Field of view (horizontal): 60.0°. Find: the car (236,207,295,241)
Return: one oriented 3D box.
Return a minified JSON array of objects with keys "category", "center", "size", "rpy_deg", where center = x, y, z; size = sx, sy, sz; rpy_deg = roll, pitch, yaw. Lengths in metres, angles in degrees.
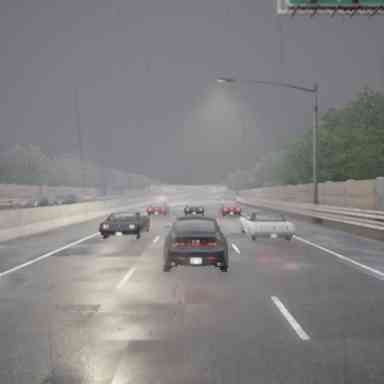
[{"category":"car","center":[3.634,1.646,16.917],"size":[1.895,1.301,4.718],"rpy_deg":[0,0,0]}]

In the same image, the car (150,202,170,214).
[{"category":"car","center":[-3.279,1.686,33.260],"size":[1.895,1.301,4.718],"rpy_deg":[0,0,0]}]

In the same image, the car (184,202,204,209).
[{"category":"car","center":[0.221,1.687,33.271],"size":[1.895,1.301,4.718],"rpy_deg":[0,0,0]}]

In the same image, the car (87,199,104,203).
[{"category":"car","center":[-13.806,1.670,48.132],"size":[2.033,1.411,5.357],"rpy_deg":[0,0,1]}]

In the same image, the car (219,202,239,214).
[{"category":"car","center":[3.721,1.687,33.243],"size":[1.895,1.301,4.718],"rpy_deg":[0,0,0]}]

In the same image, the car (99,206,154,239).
[{"category":"car","center":[-3.363,1.646,17.583],"size":[1.895,1.301,4.718],"rpy_deg":[0,0,0]}]

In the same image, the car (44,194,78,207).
[{"category":"car","center":[-17.359,1.336,45.061],"size":[2.150,2.045,5.566],"rpy_deg":[0,0,1]}]

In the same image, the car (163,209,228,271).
[{"category":"car","center":[0.114,1.535,11.017],"size":[1.837,1.490,4.892],"rpy_deg":[0,0,0]}]

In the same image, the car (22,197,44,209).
[{"category":"car","center":[-20.853,1.464,44.760],"size":[2.097,1.767,4.553],"rpy_deg":[0,0,1]}]
